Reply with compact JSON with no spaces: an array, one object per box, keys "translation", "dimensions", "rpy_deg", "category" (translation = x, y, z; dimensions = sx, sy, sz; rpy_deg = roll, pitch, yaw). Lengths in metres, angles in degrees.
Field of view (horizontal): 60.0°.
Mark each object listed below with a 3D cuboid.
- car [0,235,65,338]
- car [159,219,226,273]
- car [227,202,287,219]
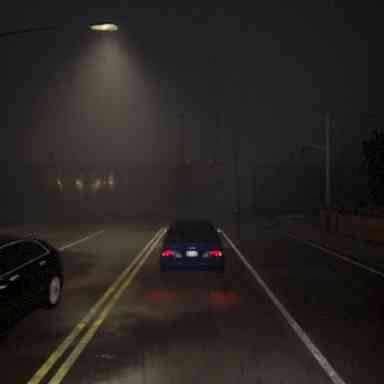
[{"translation":[-3.585,1.521,5.148],"dimensions":[1.837,1.490,4.892],"rpy_deg":[0,0,0],"category":"car"},{"translation":[0.001,1.584,10.759],"dimensions":[2.033,1.411,5.357],"rpy_deg":[0,0,0],"category":"car"},{"translation":[5.932,1.650,30.445],"dimensions":[5.357,1.411,2.033],"rpy_deg":[0,0,-19],"category":"car"}]
